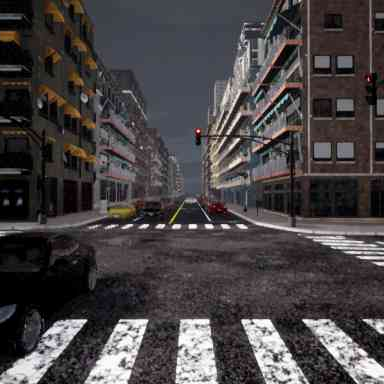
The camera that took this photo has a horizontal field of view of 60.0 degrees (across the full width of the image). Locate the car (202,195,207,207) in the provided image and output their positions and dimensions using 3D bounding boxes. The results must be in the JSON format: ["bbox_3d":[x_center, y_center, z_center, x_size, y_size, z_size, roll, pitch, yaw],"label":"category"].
[{"bbox_3d":[2.567,1.450,39.103,1.967,1.590,4.097,1,0,0],"label":"car"}]

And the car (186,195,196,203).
[{"bbox_3d":[-0.235,1.478,69.837,2.128,1.511,4.902,0,0,0],"label":"car"}]

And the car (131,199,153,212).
[{"bbox_3d":[-5.815,1.554,39.089,1.887,1.381,4.507,1,0,0],"label":"car"}]

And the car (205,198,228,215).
[{"bbox_3d":[2.585,1.553,33.579,1.887,1.381,4.507,1,0,0],"label":"car"}]

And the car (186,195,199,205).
[{"bbox_3d":[-0.201,1.618,59.861,1.895,1.301,4.718,0,0,0],"label":"car"}]

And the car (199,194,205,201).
[{"bbox_3d":[2.724,1.380,81.893,2.097,1.767,4.553,0,0,0],"label":"car"}]

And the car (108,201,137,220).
[{"bbox_3d":[-5.776,1.532,27.872,1.752,1.417,4.829,1,0,0],"label":"car"}]

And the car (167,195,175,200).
[{"bbox_3d":[-6.001,1.587,94.323,2.008,1.369,4.403,1,0,0],"label":"car"}]

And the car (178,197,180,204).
[{"bbox_3d":[-3.218,1.567,63.510,2.033,1.411,5.357,0,0,0],"label":"car"}]

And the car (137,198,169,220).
[{"bbox_3d":[-3.166,1.511,27.869,1.837,1.490,4.892,0,0,-1],"label":"car"}]

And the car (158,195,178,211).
[{"bbox_3d":[-3.237,1.364,41.073,2.097,1.767,4.553,0,0,0],"label":"car"}]

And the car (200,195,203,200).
[{"bbox_3d":[2.528,1.596,50.150,1.802,1.307,4.206,1,0,0],"label":"car"}]

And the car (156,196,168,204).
[{"bbox_3d":[-5.908,1.571,66.706,2.008,1.369,4.403,1,0,0],"label":"car"}]

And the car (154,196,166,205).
[{"bbox_3d":[-5.889,1.543,61.013,1.752,1.417,4.829,1,0,0],"label":"car"}]

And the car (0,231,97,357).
[{"bbox_3d":[-3.122,1.527,6.157,1.812,1.442,4.674,0,0,0],"label":"car"}]

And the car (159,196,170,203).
[{"bbox_3d":[-5.927,1.568,72.230,1.887,1.381,4.507,1,0,0],"label":"car"}]
